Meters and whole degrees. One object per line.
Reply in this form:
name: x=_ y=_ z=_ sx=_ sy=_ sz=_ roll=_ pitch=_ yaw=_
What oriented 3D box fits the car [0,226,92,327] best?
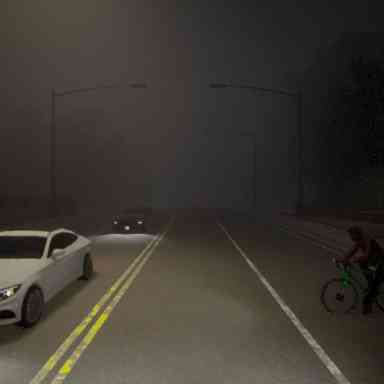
car: x=-3.538 y=1.526 z=7.144 sx=1.812 sy=1.442 sz=4.674 roll=0 pitch=0 yaw=0

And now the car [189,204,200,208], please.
car: x=0.501 y=3.194 z=61.339 sx=2.097 sy=1.767 sz=4.553 roll=0 pitch=-9 yaw=0

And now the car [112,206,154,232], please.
car: x=-3.441 y=1.546 z=20.466 sx=2.033 sy=1.411 sz=5.357 roll=0 pitch=0 yaw=1

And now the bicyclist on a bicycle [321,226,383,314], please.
bicyclist on a bicycle: x=3.182 y=1.449 z=6.119 sx=1.656 sy=1.620 sz=0.582 roll=-2 pitch=0 yaw=0
